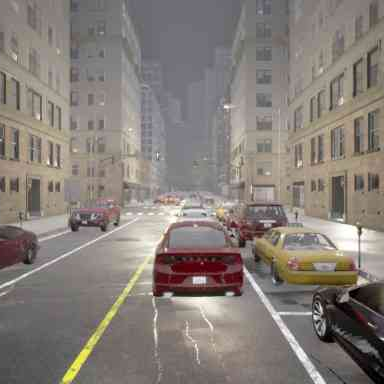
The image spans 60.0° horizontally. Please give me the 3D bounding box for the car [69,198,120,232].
[{"bbox_3d":[-5.720,1.291,20.226,2.192,1.841,5.009,0,0,0],"label":"car"}]

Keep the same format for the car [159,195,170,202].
[{"bbox_3d":[-5.627,1.292,68.731,1.887,1.381,4.507,1,0,0],"label":"car"}]

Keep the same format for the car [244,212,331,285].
[{"bbox_3d":[2.784,1.520,9.267,1.752,1.417,4.829,0,0,0],"label":"car"}]

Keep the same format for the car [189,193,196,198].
[{"bbox_3d":[0.175,1.061,93.182,1.837,1.490,4.892,0,0,0],"label":"car"}]

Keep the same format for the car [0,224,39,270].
[{"bbox_3d":[-5.743,1.577,9.120,1.802,1.307,4.206,0,0,0],"label":"car"}]

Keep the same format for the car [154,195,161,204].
[{"bbox_3d":[-5.648,1.362,57.884,1.887,1.381,4.507,0,0,0],"label":"car"}]

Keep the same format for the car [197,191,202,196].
[{"bbox_3d":[2.941,1.024,90.400,1.967,1.590,4.097,1,0,0],"label":"car"}]

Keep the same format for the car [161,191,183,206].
[{"bbox_3d":[-3.051,1.204,51.711,2.097,1.767,4.553,0,0,2],"label":"car"}]

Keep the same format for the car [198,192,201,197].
[{"bbox_3d":[2.919,1.250,79.556,1.802,1.307,4.206,1,0,0],"label":"car"}]

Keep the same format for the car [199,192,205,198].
[{"bbox_3d":[2.899,1.272,68.877,1.752,1.417,4.829,1,0,0],"label":"car"}]

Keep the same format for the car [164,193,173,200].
[{"bbox_3d":[-5.605,1.108,79.577,1.967,1.590,4.097,1,0,0],"label":"car"}]

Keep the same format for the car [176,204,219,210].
[{"bbox_3d":[0.129,1.510,16.190,1.812,1.442,4.674,0,0,0],"label":"car"}]

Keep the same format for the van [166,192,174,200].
[{"bbox_3d":[-5.593,0.968,84.999,1.690,1.788,3.998,1,0,0],"label":"van"}]

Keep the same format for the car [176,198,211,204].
[{"bbox_3d":[0.124,1.453,25.980,2.128,1.511,4.902,0,0,0],"label":"car"}]

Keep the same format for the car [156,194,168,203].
[{"bbox_3d":[-5.636,1.224,63.308,1.967,1.590,4.097,1,0,0],"label":"car"}]

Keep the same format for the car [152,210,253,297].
[{"bbox_3d":[0.088,1.473,8.614,1.882,1.535,5.008,0,0,-1],"label":"car"}]

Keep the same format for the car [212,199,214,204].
[{"bbox_3d":[2.815,1.486,25.926,1.752,1.417,4.829,0,0,0],"label":"car"}]

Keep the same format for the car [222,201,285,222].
[{"bbox_3d":[2.795,1.302,14.651,2.192,1.841,5.009,0,0,0],"label":"car"}]

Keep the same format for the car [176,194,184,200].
[{"bbox_3d":[-2.849,1.184,80.714,1.812,1.442,4.674,0,0,0],"label":"car"}]

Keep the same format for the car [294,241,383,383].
[{"bbox_3d":[2.772,1.566,3.546,1.947,1.339,4.313,0,0,0],"label":"car"}]

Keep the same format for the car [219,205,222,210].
[{"bbox_3d":[2.805,1.558,20.202,1.802,1.307,4.206,0,0,0],"label":"car"}]

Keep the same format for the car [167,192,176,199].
[{"bbox_3d":[-5.583,0.899,90.422,2.192,1.841,5.009,1,0,0],"label":"car"}]

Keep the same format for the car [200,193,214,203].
[{"bbox_3d":[2.877,1.368,57.860,2.008,1.369,4.403,0,0,0],"label":"car"}]

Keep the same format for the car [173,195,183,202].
[{"bbox_3d":[-2.868,1.288,70.445,1.994,1.385,4.181,0,0,0],"label":"car"}]
